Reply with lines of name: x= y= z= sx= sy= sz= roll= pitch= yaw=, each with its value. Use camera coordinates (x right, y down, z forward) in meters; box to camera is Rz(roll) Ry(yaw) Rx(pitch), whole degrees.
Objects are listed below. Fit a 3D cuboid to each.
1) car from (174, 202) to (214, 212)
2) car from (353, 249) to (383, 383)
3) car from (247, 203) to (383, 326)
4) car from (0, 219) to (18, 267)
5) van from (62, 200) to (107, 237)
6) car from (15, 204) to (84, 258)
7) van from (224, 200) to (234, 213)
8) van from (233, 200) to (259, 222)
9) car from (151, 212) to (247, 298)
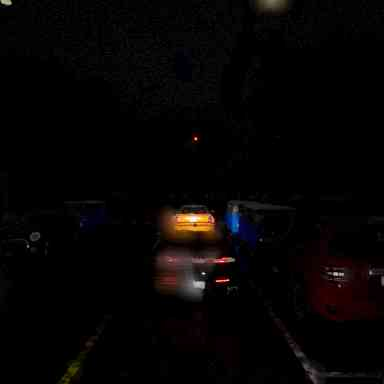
car: x=0.104 y=1.353 z=17.558 sx=2.097 sy=1.767 sz=4.553 roll=0 pitch=0 yaw=1
car: x=2.760 y=1.440 z=1.550 sx=1.967 sy=1.590 sz=4.097 roll=0 pitch=0 yaw=0
car: x=2.749 y=1.315 z=6.988 sx=2.192 sy=1.841 sz=5.009 roll=0 pitch=0 yaw=0
car: x=-5.776 y=1.525 z=6.801 sx=1.752 sy=1.417 sz=4.829 roll=0 pitch=0 yaw=0
van: x=-5.798 y=1.342 z=17.846 sx=1.690 sy=1.788 sz=3.998 roll=0 pitch=0 yaw=0
car: x=-5.787 y=1.441 z=12.408 sx=1.967 sy=1.590 sz=4.097 roll=0 pitch=0 yaw=0
van: x=2.727 y=1.342 z=17.863 sx=1.690 sy=1.788 sz=3.998 roll=0 pitch=0 yaw=0
van: x=2.738 y=1.342 z=12.425 sx=1.690 sy=1.788 sz=3.998 roll=0 pitch=0 yaw=0
car: x=0.086 y=1.492 z=8.508 sx=2.128 sy=1.511 sz=4.902 roll=0 pitch=0 yaw=0
